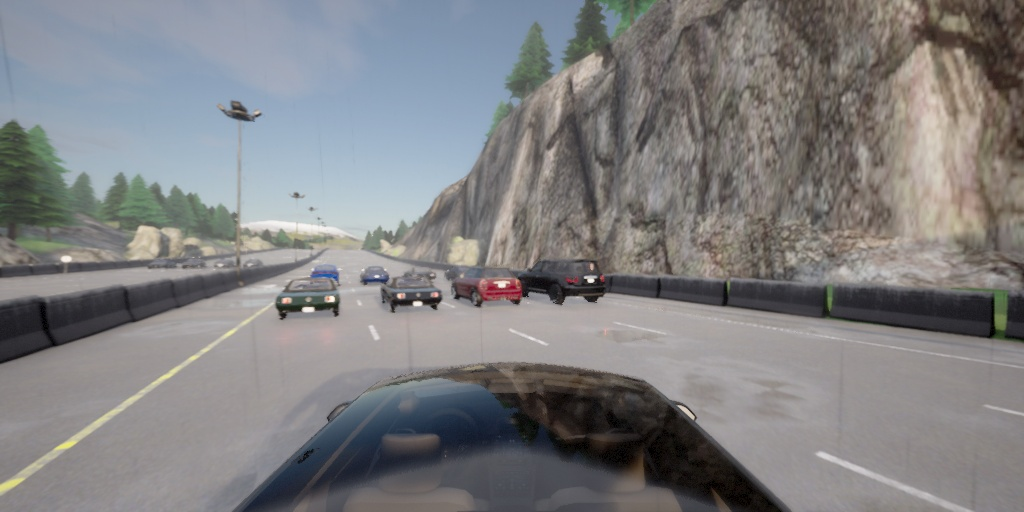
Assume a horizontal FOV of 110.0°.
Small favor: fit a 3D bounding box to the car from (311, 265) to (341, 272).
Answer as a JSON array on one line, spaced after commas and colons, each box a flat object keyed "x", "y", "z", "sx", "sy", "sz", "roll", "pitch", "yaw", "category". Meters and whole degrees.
[{"x": -14.524, "y": 1.400, "z": 28.019, "sx": 1.882, "sy": 1.535, "sz": 5.008, "roll": 0, "pitch": 0, "yaw": -25, "category": "car"}]

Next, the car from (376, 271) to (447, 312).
[{"x": -4.410, "y": 1.492, "z": 15.185, "sx": 1.895, "sy": 1.301, "sz": 4.718, "roll": 0, "pitch": -1, "yaw": -25, "category": "car"}]

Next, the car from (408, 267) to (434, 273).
[{"x": -7.807, "y": 1.563, "z": 30.186, "sx": 1.895, "sy": 1.301, "sz": 4.718, "roll": 0, "pitch": 0, "yaw": -25, "category": "car"}]

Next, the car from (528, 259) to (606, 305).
[{"x": 2.184, "y": 1.149, "z": 17.615, "sx": 2.150, "sy": 2.045, "sz": 5.566, "roll": 0, "pitch": 0, "yaw": -26, "category": "car"}]

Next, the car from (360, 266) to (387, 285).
[{"x": -11.014, "y": 1.507, "z": 28.791, "sx": 1.994, "sy": 1.385, "sz": 4.181, "roll": 0, "pitch": 0, "yaw": -25, "category": "car"}]

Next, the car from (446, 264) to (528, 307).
[{"x": -1.332, "y": 1.262, "z": 16.873, "sx": 2.097, "sy": 1.767, "sz": 4.553, "roll": 0, "pitch": -1, "yaw": -25, "category": "car"}]

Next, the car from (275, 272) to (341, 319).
[{"x": -7.558, "y": 1.472, "z": 13.656, "sx": 1.895, "sy": 1.301, "sz": 4.718, "roll": 0, "pitch": -1, "yaw": -25, "category": "car"}]
